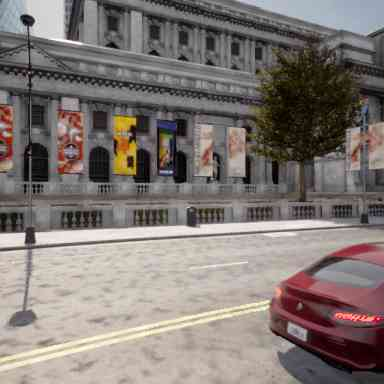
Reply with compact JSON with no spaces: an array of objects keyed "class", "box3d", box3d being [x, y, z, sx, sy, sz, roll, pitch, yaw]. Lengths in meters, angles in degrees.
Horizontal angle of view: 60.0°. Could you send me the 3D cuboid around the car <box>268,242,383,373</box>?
[{"class":"car","box3d":[3.299,1.525,5.138,4.674,1.442,1.812,0,0,-28]}]
